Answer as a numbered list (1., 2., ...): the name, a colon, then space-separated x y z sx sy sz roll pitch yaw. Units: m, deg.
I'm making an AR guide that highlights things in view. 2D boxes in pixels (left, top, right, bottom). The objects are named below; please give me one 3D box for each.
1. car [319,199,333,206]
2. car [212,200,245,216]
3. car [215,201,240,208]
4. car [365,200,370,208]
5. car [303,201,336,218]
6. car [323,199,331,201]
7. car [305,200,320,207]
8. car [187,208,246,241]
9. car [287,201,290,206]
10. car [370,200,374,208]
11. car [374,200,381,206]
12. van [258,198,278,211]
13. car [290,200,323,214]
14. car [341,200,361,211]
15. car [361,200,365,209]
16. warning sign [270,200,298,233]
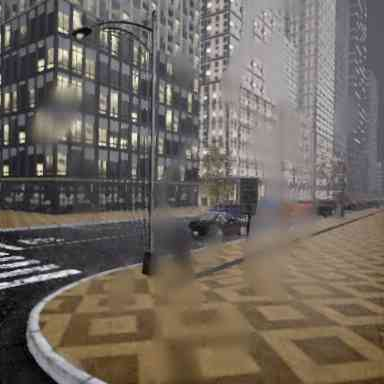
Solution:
1. car: 29.852 2.258 73.934 1.947 1.339 4.313 1 0 35
2. car: 4.105 1.693 36.872 1.967 1.590 4.097 1 0 35
3. car: 3.268 1.777 31.110 1.812 1.442 4.674 1 0 35
4. car: 30.297 2.185 59.886 1.967 1.590 4.097 1 0 35
5. car: 14.198 2.036 36.716 1.947 1.339 4.313 1 0 35
6. car: 20.120 1.908 49.925 2.097 1.767 4.553 1 0 35
7. car: 23.415 2.165 64.668 1.802 1.307 4.206 1 0 35
8. car: 1.428 1.800 18.109 2.008 1.369 4.403 1 0 35
9. car: 14.669 1.950 47.350 2.128 1.511 4.902 1 0 35
10. car: 33.514 2.365 64.519 1.947 1.339 4.313 1 0 35
11. car: 39.954 2.474 73.787 1.947 1.339 4.313 1 0 35
12. van: 10.543 1.705 46.138 1.690 1.788 3.998 1 0 35
13. car: 14.368 1.811 41.568 2.097 1.767 4.553 1 0 35
14. car: 23.857 2.201 50.618 1.947 1.339 4.313 1 0 35
15. car: 27.075 2.272 55.252 1.802 1.307 4.206 1 0 35
16. warning sign: 5.556 1.448 20.066 1.300 1.860 1.060 2 1 35
